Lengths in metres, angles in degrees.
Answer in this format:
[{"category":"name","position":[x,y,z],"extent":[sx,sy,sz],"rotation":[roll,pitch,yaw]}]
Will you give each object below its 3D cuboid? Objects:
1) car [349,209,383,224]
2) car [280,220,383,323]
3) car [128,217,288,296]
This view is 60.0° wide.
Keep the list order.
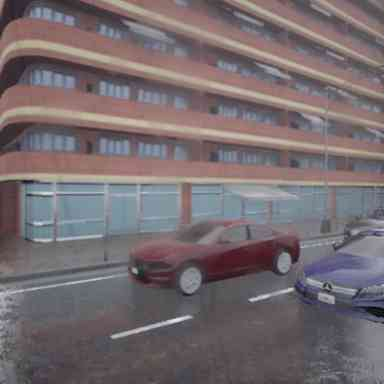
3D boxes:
[{"category":"car","position":[8.480,1.483,14.322],"extent":[4.902,1.511,2.128],"rotation":[0,0,-35]},{"category":"car","position":[4.152,1.522,6.934],"extent":[4.674,1.442,1.812],"rotation":[0,0,-35]},{"category":"car","position":[0.772,1.474,8.826],"extent":[5.008,1.535,1.882],"rotation":[0,0,-35]}]
